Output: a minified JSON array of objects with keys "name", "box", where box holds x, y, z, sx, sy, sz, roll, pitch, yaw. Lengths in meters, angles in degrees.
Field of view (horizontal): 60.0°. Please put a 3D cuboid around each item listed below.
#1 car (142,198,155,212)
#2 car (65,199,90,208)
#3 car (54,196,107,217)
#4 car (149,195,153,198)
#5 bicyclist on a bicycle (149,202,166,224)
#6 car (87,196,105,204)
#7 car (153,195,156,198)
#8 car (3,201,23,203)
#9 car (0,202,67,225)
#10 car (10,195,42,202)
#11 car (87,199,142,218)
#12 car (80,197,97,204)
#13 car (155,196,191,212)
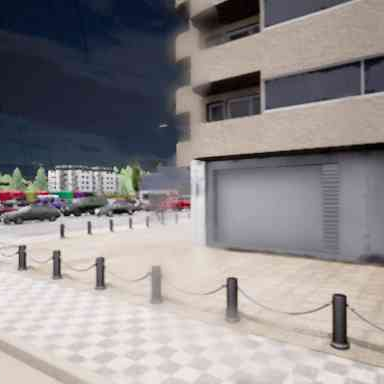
[{"name":"car","box":[-5.694,1.902,44.130,1.994,1.385,4.181,-1,0,36]},{"name":"car","box":[-19.921,1.919,58.017,1.970,1.475,3.806,-1,0,35]},{"name":"car","box":[-11.449,1.560,35.967,2.150,2.045,5.566,-1,0,35]},{"name":"car","box":[-7.623,1.653,70.712,1.905,1.878,3.866,-1,0,35]},{"name":"bicyclist on a bicycle","box":[-2.481,1.502,23.538,1.656,1.620,0.582,-1,-1,35]},{"name":"car","box":[-23.662,1.839,82.019,1.905,1.878,3.866,-1,0,35]},{"name":"car","box":[-5.293,1.623,68.996,1.932,1.855,4.605,-1,0,35]},{"name":"car","box":[-17.162,1.816,27.832,1.882,1.535,5.008,-1,0,35]},{"name":"car","box":[-13.154,1.831,27.412,1.812,1.442,4.674,-1,0,35]},{"name":"car","box":[-33.767,1.838,67.706,1.932,1.855,4.605,-1,0,35]},{"name":"car","box":[-7.984,1.797,34.804,2.128,1.511,4.902,-1,0,35]},{"name":"car","box":[-26.016,2.106,83.699,1.970,1.475,3.806,-1,0,35]},{"name":"car","box":[-1.839,1.526,43.537,2.150,2.045,5.566,-1,0,35]}]
